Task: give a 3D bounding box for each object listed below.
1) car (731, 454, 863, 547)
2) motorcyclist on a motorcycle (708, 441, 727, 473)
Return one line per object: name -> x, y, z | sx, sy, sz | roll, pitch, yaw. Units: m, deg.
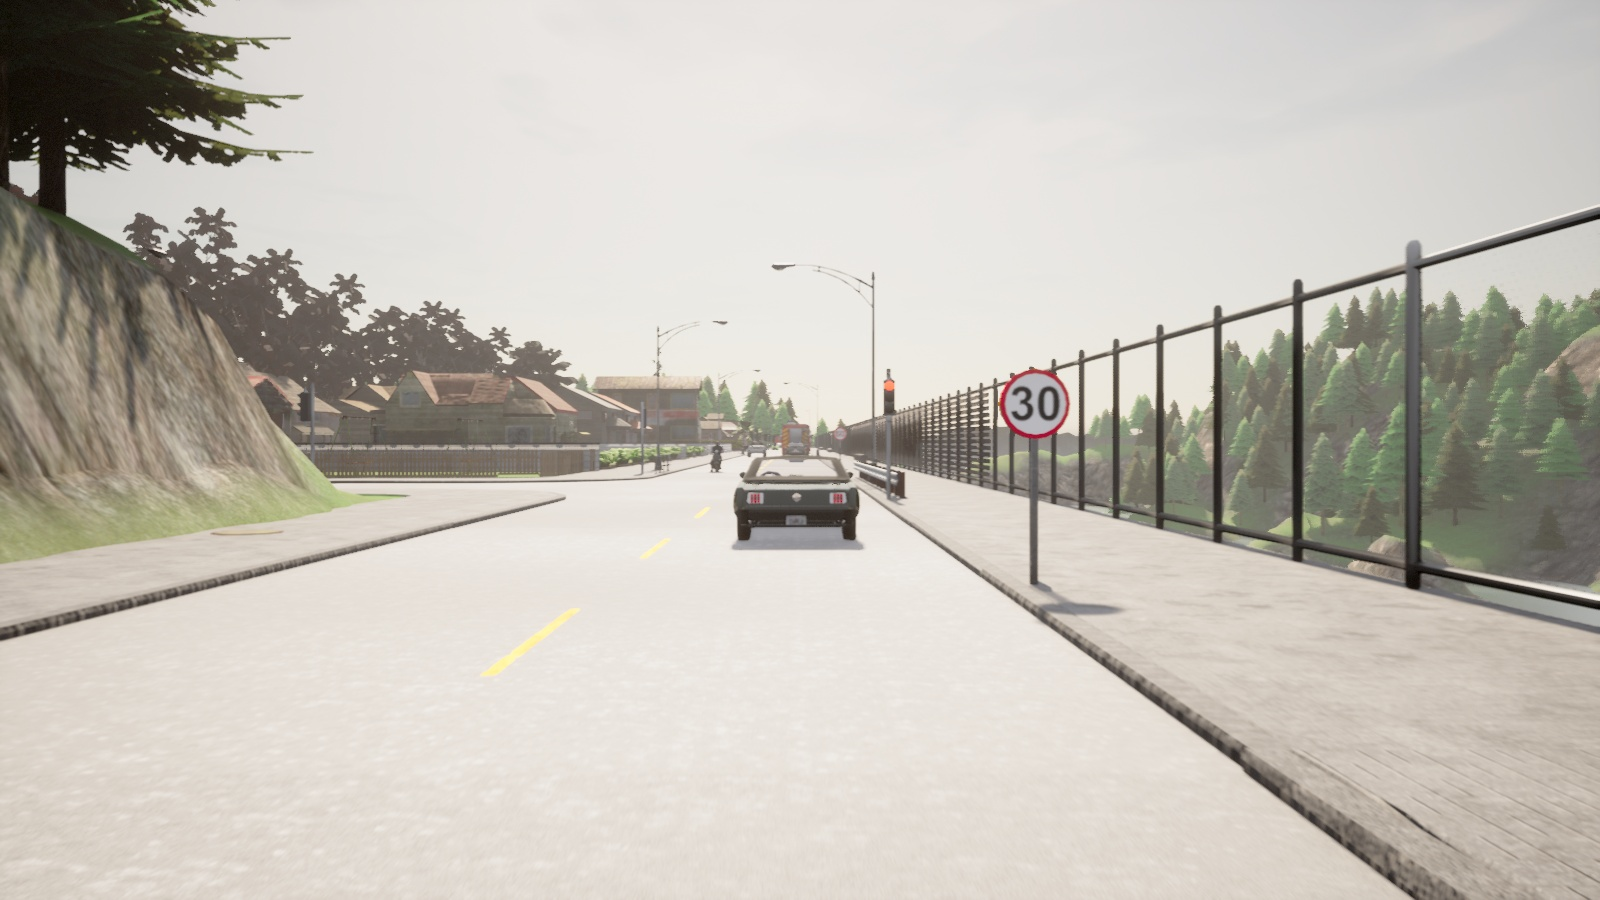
car -> -0.048, 0.732, 20.447 | 1.895, 1.301, 4.718 | 0, 0, 0
motorcyclist on a motorcycle -> -4.176, 0.338, 63.713 | 0.866, 1.590, 1.817 | 0, 0, 0
